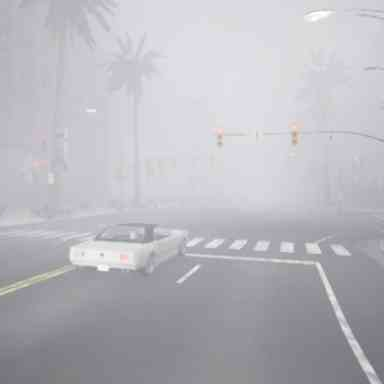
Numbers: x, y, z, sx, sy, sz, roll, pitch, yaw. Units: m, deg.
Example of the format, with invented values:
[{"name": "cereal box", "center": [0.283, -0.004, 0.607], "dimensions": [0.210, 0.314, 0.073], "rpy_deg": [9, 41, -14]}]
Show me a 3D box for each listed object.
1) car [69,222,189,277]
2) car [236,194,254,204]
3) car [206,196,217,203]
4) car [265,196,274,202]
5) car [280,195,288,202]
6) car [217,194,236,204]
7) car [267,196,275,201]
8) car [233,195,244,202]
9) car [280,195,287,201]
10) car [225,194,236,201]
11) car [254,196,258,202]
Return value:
[{"name": "car", "center": [-1.557, 1.574, 10.257], "dimensions": [1.895, 1.301, 4.718], "rpy_deg": [1, 0, 16]}, {"name": "car", "center": [10.135, 1.614, 63.799], "dimensions": [1.895, 1.301, 4.718], "rpy_deg": [1, 0, 16]}, {"name": "car", "center": [4.239, 1.469, 67.453], "dimensions": [2.161, 1.482, 4.786], "rpy_deg": [1, 0, 15]}, {"name": "car", "center": [19.257, 1.613, 82.816], "dimensions": [2.033, 1.411, 5.357], "rpy_deg": [1, 0, 15]}, {"name": "car", "center": [22.616, 1.643, 81.833], "dimensions": [2.033, 1.411, 5.357], "rpy_deg": [1, 0, 15]}, {"name": "car", "center": [6.761, 1.459, 64.742], "dimensions": [1.882, 1.535, 5.008], "rpy_deg": [1, 0, 17]}, {"name": "car", "center": [22.024, 1.674, 92.882], "dimensions": [1.895, 1.301, 4.718], "rpy_deg": [1, 0, 15]}, {"name": "car", "center": [11.205, 1.556, 80.075], "dimensions": [1.994, 1.385, 4.181], "rpy_deg": [1, 0, 16]}, {"name": "car", "center": [25.392, 1.611, 91.925], "dimensions": [1.837, 1.490, 4.892], "rpy_deg": [1, 0, 15]}, {"name": "car", "center": [10.353, 1.340, 88.515], "dimensions": [2.185, 1.767, 4.553], "rpy_deg": [1, 0, 15]}, {"name": "car", "center": [14.583, 1.560, 79.158], "dimensions": [1.812, 1.442, 4.674], "rpy_deg": [1, 0, 16]}]
